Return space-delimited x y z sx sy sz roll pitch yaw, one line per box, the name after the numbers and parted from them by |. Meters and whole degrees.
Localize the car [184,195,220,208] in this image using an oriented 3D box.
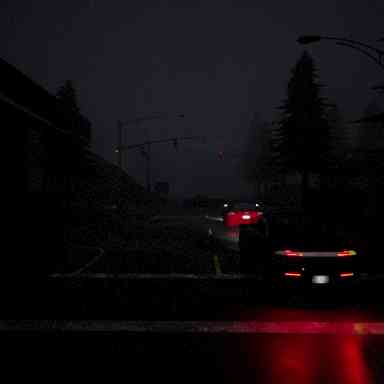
1.550 0.959 34.417 4.718 1.301 1.895 0 1 2 | car

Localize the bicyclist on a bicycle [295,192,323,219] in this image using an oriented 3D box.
6.590 0.852 18.778 1.656 1.620 0.582 0 1 2 | bicyclist on a bicycle

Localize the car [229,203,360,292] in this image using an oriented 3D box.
2.298 1.247 8.248 2.128 1.511 4.902 0 2 1 | car

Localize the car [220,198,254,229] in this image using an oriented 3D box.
2.739 1.137 18.194 1.994 1.385 4.181 -1 2 3 | car
